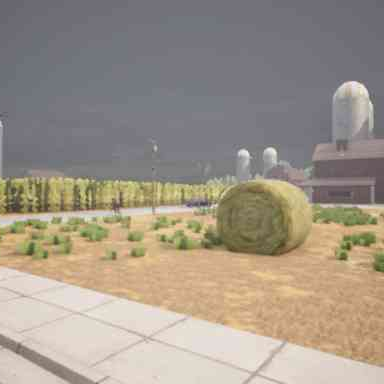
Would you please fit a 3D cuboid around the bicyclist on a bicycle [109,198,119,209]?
[{"bbox_3d":[-6.975,1.359,29.792,1.656,1.620,0.582,0,0,33],"label":"bicyclist on a bicycle"}]

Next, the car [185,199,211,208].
[{"bbox_3d":[1.042,1.664,49.578,1.895,1.301,4.718,0,0,33],"label":"car"}]
